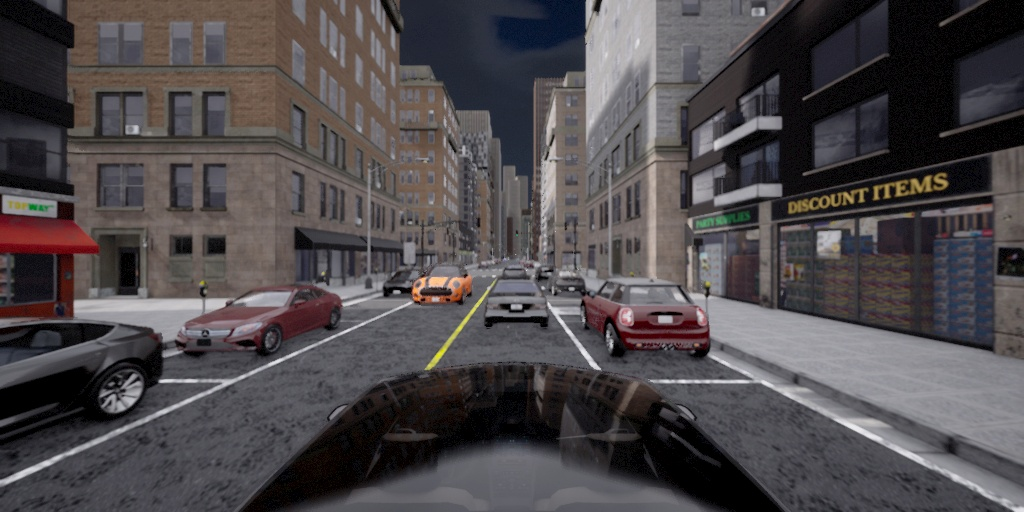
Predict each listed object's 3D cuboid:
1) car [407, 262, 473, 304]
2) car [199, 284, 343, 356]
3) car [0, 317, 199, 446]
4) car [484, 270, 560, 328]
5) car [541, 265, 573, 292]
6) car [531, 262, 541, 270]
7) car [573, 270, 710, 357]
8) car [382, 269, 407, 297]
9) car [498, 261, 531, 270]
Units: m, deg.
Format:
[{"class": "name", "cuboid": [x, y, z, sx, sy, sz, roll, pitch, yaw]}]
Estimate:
[{"class": "car", "cuboid": [-3.042, 1.168, 16.565, 2.097, 1.767, 4.553, 0, 0, 0]}, {"class": "car", "cuboid": [-5.646, 1.363, 8.675, 1.802, 1.307, 4.207, 0, 0, 0]}, {"class": "car", "cuboid": [-5.665, 1.322, 3.174, 1.948, 1.339, 4.313, 0, 0, 0]}, {"class": "car", "cuboid": [0.131, 1.341, 11.538, 2.033, 1.411, 5.357, 0, 0, 0]}, {"class": "car", "cuboid": [2.916, 1.380, 19.649, 2.007, 1.370, 4.403, 0, 0, 0]}, {"class": "car", "cuboid": [2.953, 1.447, 30.651, 1.948, 1.339, 4.313, 0, 0, 0]}, {"class": "car", "cuboid": [2.879, 1.220, 8.646, 1.967, 1.591, 4.097, 0, 0, 0]}, {"class": "car", "cuboid": [-5.609, 1.396, 19.678, 1.948, 1.339, 4.313, 0, 0, 0]}, {"class": "car", "cuboid": [0.191, 1.366, 29.291, 2.128, 1.511, 4.902, 0, 0, 0]}]
